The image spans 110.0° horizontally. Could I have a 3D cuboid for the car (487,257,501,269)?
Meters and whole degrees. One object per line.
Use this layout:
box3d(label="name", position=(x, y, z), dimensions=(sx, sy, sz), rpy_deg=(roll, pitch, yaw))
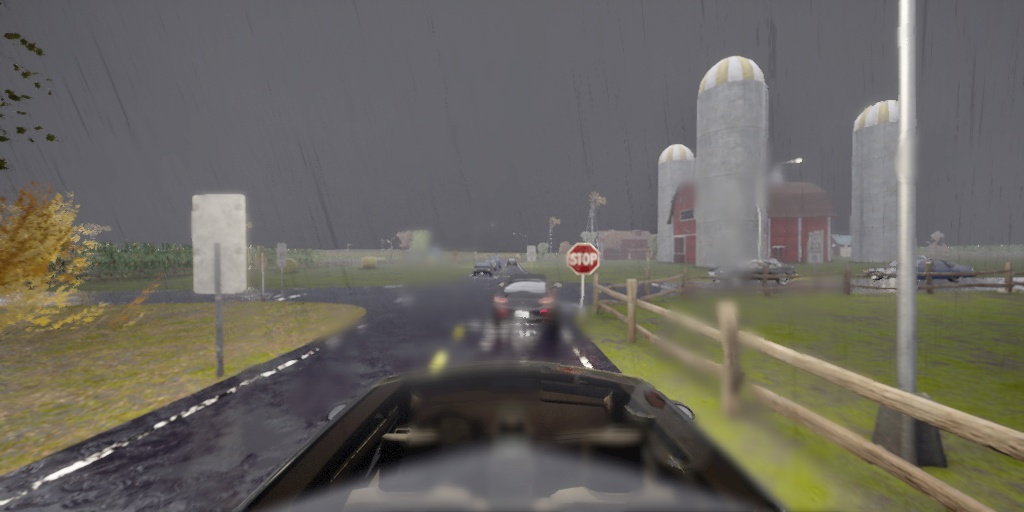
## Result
box3d(label="car", position=(-2.829, 1.213, 46.842), dimensions=(1.837, 1.490, 4.892), rpy_deg=(0, 0, 1))

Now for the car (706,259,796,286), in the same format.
box3d(label="car", position=(14.551, 0.963, 21.941), dimensions=(4.902, 1.511, 2.128), rpy_deg=(-1, 1, -1))

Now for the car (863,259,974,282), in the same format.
box3d(label="car", position=(24.844, 0.871, 22.009), dimensions=(5.357, 1.411, 2.033), rpy_deg=(-1, 1, 0))

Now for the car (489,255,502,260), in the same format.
box3d(label="car", position=(-2.821, 0.927, 57.480), dimensions=(2.150, 2.045, 5.566), rpy_deg=(0, 0, 0))

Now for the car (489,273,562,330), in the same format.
box3d(label="car", position=(0.549, 1.263, 11.081), dimensions=(1.812, 1.442, 4.674), rpy_deg=(0, 0, 7))

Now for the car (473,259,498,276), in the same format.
box3d(label="car", position=(-2.845, 1.261, 36.545), dimensions=(2.033, 1.411, 5.357), rpy_deg=(0, 0, 0))
